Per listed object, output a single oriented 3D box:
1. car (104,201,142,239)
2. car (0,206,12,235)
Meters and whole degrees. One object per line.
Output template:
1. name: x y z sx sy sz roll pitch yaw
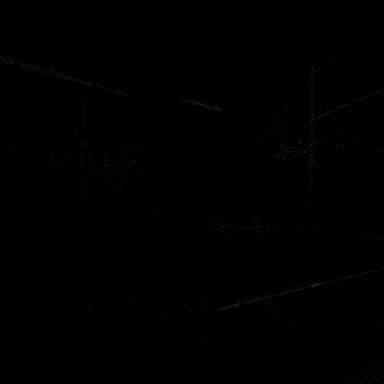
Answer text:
1. car: -4.377 1.448 18.316 1.905 1.878 3.866 1 0 -35
2. car: -11.506 1.523 18.582 2.242 1.667 4.611 1 0 -35
